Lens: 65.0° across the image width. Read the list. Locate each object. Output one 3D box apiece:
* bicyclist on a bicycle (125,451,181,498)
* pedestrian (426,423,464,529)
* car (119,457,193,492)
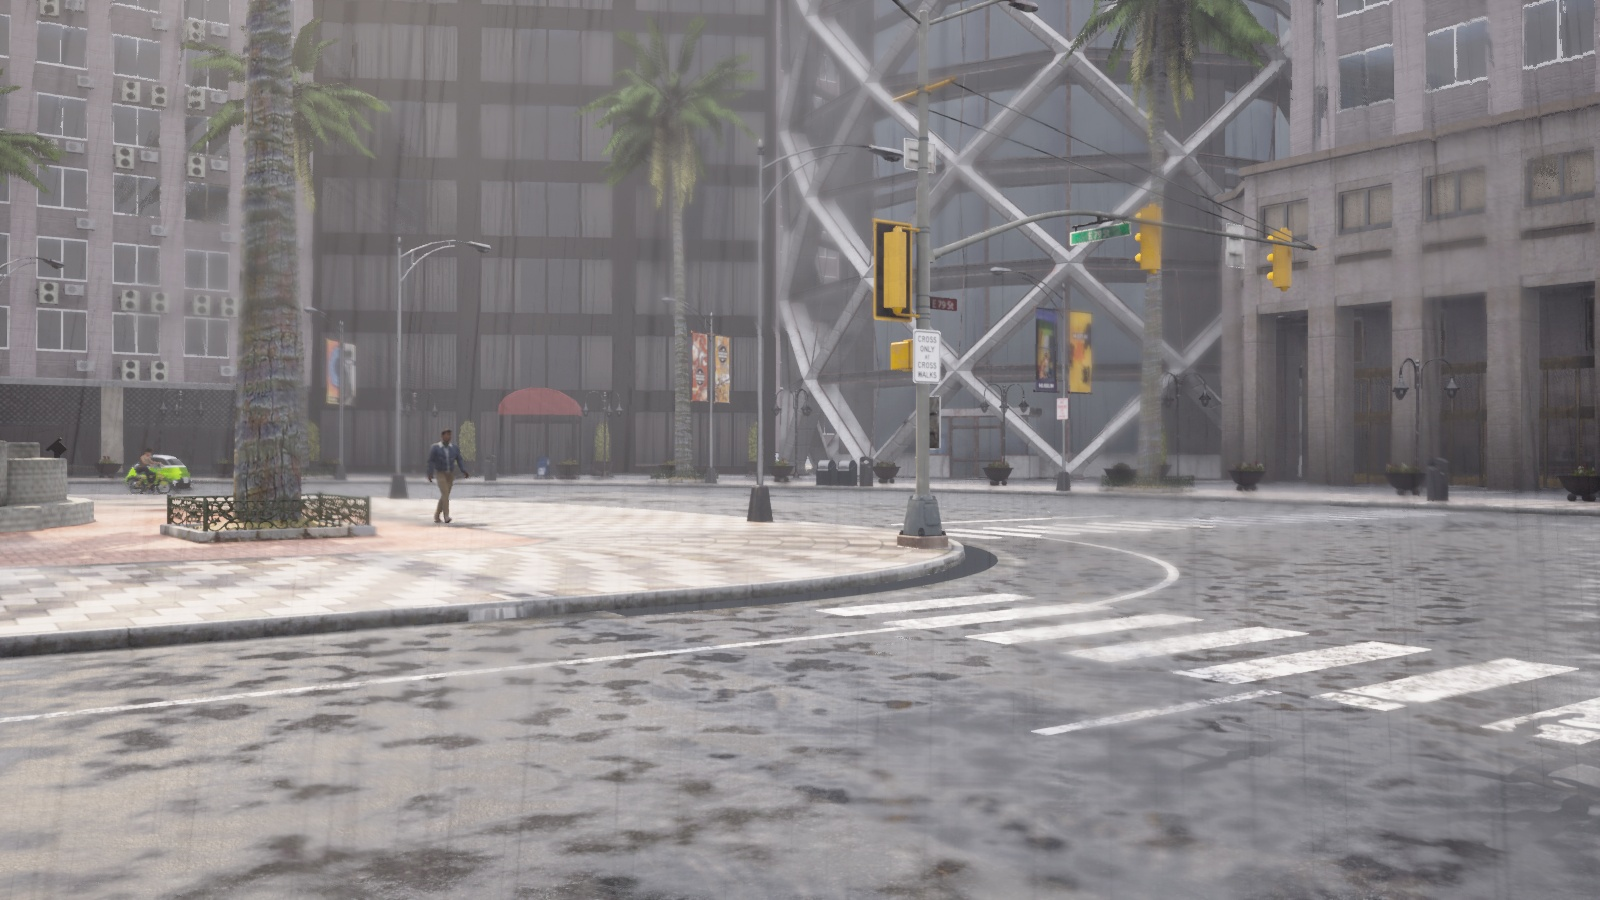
[{"bbox_3d":[-22.416,0.835,43.529,1.509,1.612,0.866,0,0,3],"label":"bicyclist on a bicycle"},{"bbox_3d":[-6.649,0.473,23.505,0.423,1.949,0.788,0,0,-36],"label":"pedestrian"},{"bbox_3d":[-25.892,0.978,50.537,2.207,1.376,1.481,0,0,-1],"label":"car"}]
